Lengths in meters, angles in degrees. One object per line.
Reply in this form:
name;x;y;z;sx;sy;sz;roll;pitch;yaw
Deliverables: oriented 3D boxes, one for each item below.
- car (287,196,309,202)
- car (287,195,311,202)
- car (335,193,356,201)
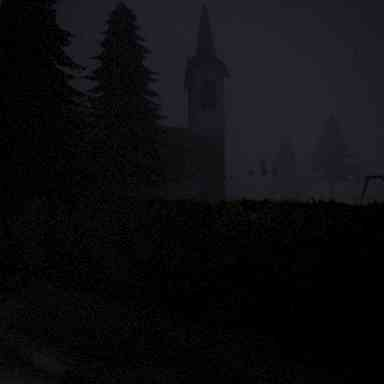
car;23.112;1.441;74.854;4.514;1.523;2.007;0;0;35
car;24.877;1.432;77.448;5.027;1.636;2.152;0;0;35
car;37.973;1.387;82.711;3.633;1.501;1.845;0;0;35
